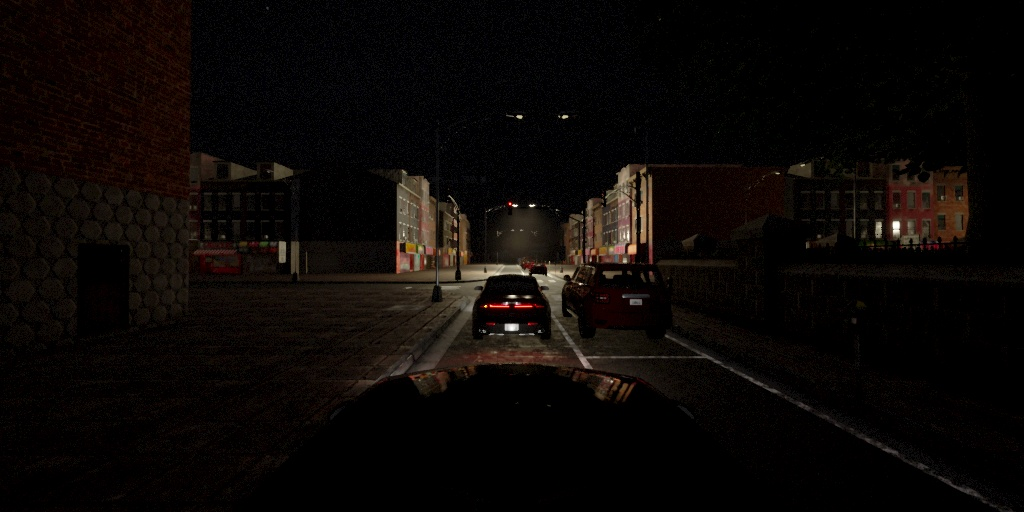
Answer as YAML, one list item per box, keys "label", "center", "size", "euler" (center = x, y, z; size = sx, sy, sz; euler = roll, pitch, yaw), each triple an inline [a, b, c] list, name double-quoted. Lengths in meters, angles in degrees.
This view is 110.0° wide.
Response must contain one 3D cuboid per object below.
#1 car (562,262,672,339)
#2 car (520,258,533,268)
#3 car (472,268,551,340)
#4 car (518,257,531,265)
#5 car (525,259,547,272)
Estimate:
- label: "car"
  center: [2.628, 1.068, 10.029]
  size: [2.192, 1.841, 5.009]
  euler: [0, 0, 0]
- label: "car"
  center: [2.574, 1.370, 52.770]
  size: [1.888, 1.381, 4.507]
  euler: [0, 0, 0]
- label: "car"
  center: [-0.010, 1.258, 9.988]
  size: [1.837, 1.490, 4.892]
  euler: [0, 0, 0]
- label: "car"
  center: [2.567, 1.154, 58.207]
  size: [2.192, 1.841, 5.009]
  euler: [0, 0, 0]
- label: "car"
  center: [2.595, 1.332, 36.458]
  size: [1.888, 1.381, 4.507]
  euler: [0, 0, 0]
